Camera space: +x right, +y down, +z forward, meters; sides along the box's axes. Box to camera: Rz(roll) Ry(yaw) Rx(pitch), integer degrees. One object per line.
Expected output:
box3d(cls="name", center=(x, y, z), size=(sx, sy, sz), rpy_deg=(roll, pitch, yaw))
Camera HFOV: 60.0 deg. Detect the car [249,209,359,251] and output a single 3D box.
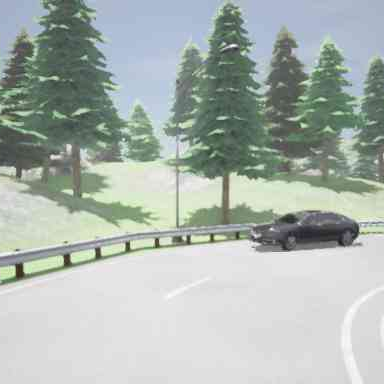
box3d(cls="car", center=(4.733, 1.514, 13.956), size=(4.892, 1.490, 1.837), rpy_deg=(0, -1, -23))
